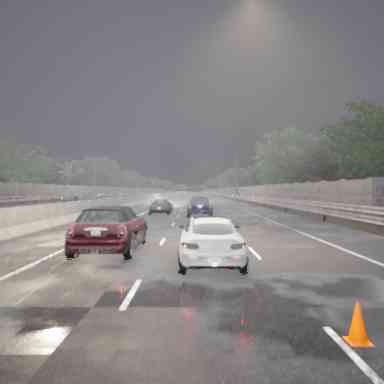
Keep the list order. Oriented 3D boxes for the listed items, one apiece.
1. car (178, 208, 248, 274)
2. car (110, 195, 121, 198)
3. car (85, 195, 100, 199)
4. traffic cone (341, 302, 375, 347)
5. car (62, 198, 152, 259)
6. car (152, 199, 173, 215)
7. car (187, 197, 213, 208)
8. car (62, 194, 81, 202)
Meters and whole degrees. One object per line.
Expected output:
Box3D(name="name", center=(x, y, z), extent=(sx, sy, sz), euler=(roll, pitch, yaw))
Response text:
Box3D(name="car", center=(0.559, 1.454, 10.241), extent=(1.812, 1.442, 4.674), euler=(0, 0, 0))
Box3D(name="car", center=(-13.376, 1.222, 58.410), extent=(1.994, 1.385, 4.181), euler=(0, 0, 1))
Box3D(name="car", center=(-16.882, 1.222, 56.896), extent=(1.994, 1.385, 4.181), euler=(0, 0, 1))
Box3D(name="traffic cone", center=(2.448, 1.923, 4.921), extent=(0.340, 0.580, 0.340), euler=(0, 0, 0))
Box3D(name="car", center=(-2.932, 1.263, 12.285), extent=(2.097, 1.767, 4.553), euler=(0, 0, 0))
Box3D(name="car", center=(-2.853, 1.367, 30.975), extent=(1.994, 1.385, 4.181), euler=(0, 0, 0))
Box3D(name="car", center=(0.636, 1.174, 28.113), extent=(2.097, 1.767, 4.553), euler=(0, 0, 0))
Box3D(name="car", center=(-20.385, 1.159, 56.280), extent=(1.837, 1.490, 4.892), euler=(0, 0, 1))
